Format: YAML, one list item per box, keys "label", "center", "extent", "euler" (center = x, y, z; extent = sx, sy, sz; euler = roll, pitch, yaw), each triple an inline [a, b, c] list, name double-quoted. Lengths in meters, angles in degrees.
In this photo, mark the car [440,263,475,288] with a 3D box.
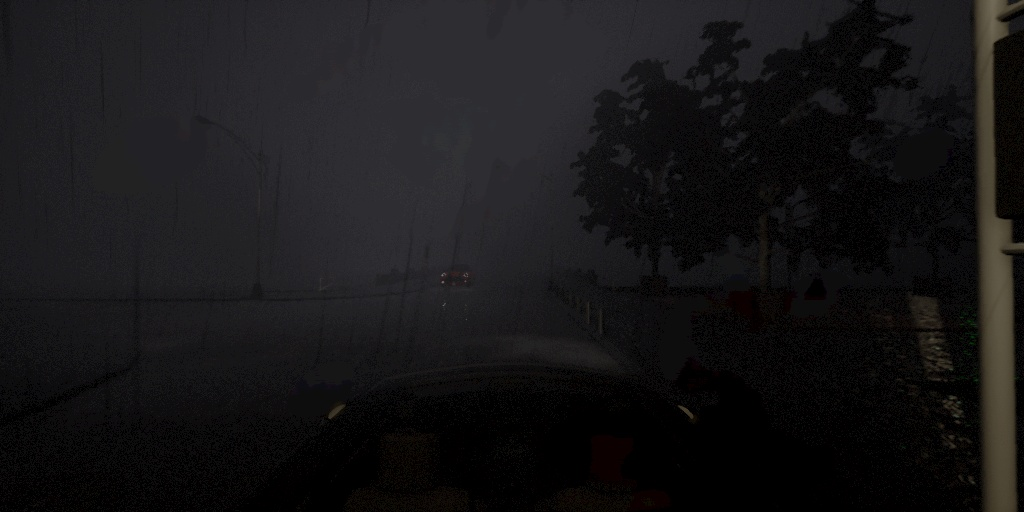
- label: "car"
  center: [-3.993, 1.373, 26.934]
  extent: [2.097, 1.767, 4.553]
  euler: [0, -1, 0]
